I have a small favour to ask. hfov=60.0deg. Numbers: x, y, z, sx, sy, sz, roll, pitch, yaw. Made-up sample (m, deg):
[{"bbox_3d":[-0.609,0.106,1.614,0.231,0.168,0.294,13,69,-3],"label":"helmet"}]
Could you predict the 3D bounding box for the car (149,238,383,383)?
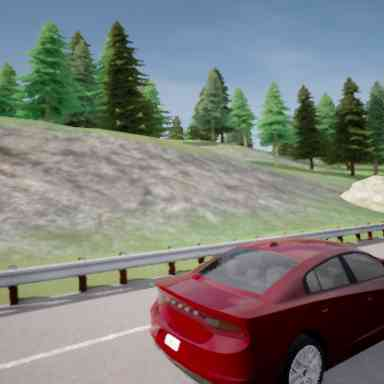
[{"bbox_3d":[1.798,1.447,5.031,5.008,1.535,1.882,-1,0,-36],"label":"car"}]
